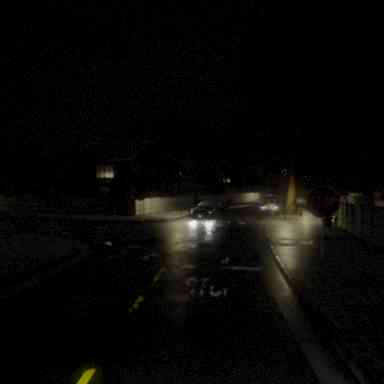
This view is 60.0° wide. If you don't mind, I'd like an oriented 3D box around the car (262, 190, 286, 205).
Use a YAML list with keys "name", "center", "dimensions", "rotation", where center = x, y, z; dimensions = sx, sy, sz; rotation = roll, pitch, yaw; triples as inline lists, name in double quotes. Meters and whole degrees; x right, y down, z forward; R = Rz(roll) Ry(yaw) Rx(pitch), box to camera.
- name: "car"
  center: [12.084, 0.774, 48.841]
  dimensions: [2.150, 2.045, 5.566]
  rotation: [0, 1, 31]

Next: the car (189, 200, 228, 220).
- name: "car"
  center: [1.471, 1.342, 26.362]
  dimensions: [2.033, 1.411, 5.357]
  rotation: [0, 1, 20]
